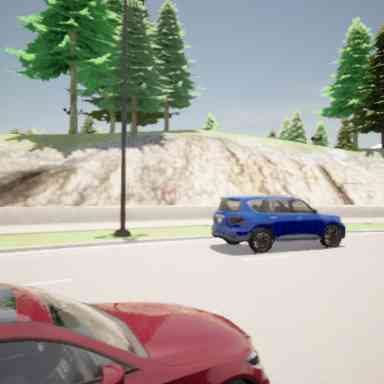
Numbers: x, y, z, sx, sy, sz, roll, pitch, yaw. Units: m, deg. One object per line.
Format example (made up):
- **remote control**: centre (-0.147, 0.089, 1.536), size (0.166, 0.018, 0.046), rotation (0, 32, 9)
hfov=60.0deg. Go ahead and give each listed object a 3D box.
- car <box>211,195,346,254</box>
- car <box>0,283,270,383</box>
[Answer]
- **car**: centre (3.495, 1.169, 13.304), size (5.566, 2.045, 2.150), rotation (1, 0, -23)
- **car**: centre (-1.464, 1.485, 2.487), size (4.674, 1.442, 1.812), rotation (0, 0, -35)
